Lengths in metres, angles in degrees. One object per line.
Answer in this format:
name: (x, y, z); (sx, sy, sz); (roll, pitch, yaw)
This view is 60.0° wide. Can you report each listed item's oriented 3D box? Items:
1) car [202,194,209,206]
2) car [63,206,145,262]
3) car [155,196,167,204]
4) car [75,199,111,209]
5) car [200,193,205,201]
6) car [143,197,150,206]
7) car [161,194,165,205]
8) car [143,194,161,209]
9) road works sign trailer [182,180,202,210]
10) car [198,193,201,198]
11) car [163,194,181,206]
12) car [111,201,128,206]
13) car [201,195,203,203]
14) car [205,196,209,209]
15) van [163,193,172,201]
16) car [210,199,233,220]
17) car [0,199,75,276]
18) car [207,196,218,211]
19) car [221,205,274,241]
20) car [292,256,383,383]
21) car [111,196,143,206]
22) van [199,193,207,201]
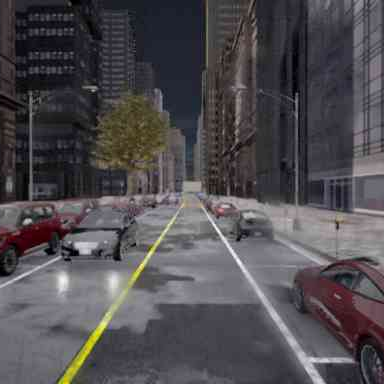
car: (2.750, 1.361, 44.520); (1.967, 1.590, 4.097); (0, 0, 0)
car: (-3.104, 1.468, 12.116); (2.128, 1.511, 4.902); (0, 0, 0)
car: (-5.779, 1.479, 61.542); (1.802, 1.307, 4.206); (0, 0, 0)
car: (-5.767, 1.284, 16.123); (2.192, 1.841, 5.009); (0, 0, 0)
car: (2.746, 1.449, 61.552); (2.008, 1.369, 4.403); (0, 0, 0)
car: (-5.772, 1.489, 33.155); (2.008, 1.369, 4.403); (0, 0, 0)
car: (-5.777, 1.430, 55.694); (1.752, 1.417, 4.829); (0, 0, 0)
car: (-5.775, 1.236, 44.509); (2.192, 1.841, 5.009); (0, 0, 0)
road works sign trailer: (-0.010, 0.391, 40.573); (2.380, 3.560, 2.880); (0, 0, 0)
car: (2.745, 1.331, 67.229); (1.967, 1.590, 4.097); (0, 0, 0)
car: (-3.086, 1.435, 53.006); (1.812, 1.442, 4.674); (0, 0, 0)
car: (-5.769, 1.524, 21.800); (1.947, 1.339, 4.313); (0, 0, 0)
car: (2.749, 1.479, 50.198); (1.947, 1.339, 4.313); (0, 0, 0)
car: (2.752, 1.512, 38.842); (1.802, 1.307, 4.206); (0, 0, 0)
van: (-5.783, 1.217, 78.574); (1.690, 1.788, 3.998); (0, 0, 0)
car: (2.755, 1.531, 27.487); (1.802, 1.307, 4.206); (0, 0, 0)
car: (-5.766, 1.295, 10.445); (2.192, 1.841, 5.009); (0, 0, 0)
car: (2.753, 1.464, 33.335); (1.752, 1.417, 4.829); (0, 0, 0)
car: (2.758, 1.520, 16.132); (2.008, 1.369, 4.403); (0, 0, 0)
car: (2.761, 1.573, 4.777); (1.802, 1.307, 4.206); (0, 0, 0)
car: (-5.770, 1.263, 27.477); (2.192, 1.841, 5.009); (0, 0, 0)
van: (2.740, 1.211, 84.263); (1.690, 1.788, 3.998); (0, 0, 0)
